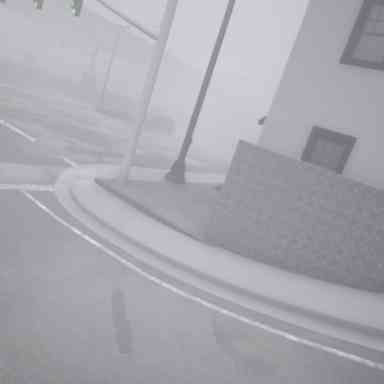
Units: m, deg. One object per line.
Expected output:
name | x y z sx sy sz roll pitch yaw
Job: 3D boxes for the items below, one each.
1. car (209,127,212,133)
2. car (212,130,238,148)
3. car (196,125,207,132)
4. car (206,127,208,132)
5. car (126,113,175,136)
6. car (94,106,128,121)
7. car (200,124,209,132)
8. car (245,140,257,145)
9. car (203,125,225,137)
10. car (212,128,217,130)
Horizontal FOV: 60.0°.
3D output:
car | 3.037 -15.223 79.883 2.038 1.542 4.974 18 13 -2
car | 5.468 -8.619 55.775 1.882 1.535 5.008 27 15 34
car | 0.302 -15.417 76.129 4.536 1.218 1.853 16 13 -12
car | 0.302 -15.258 76.175 4.974 1.542 2.038 16 13 -12
car | -4.163 -7.724 37.294 2.150 2.045 5.566 27 15 34
car | -8.479 -8.731 37.148 1.895 1.301 4.718 27 15 34
car | 3.088 -15.380 79.898 1.853 1.218 4.536 18 13 -2
car | 9.492 -7.505 55.557 2.150 2.045 5.566 27 15 34
car | 5.648 -15.478 84.631 4.974 1.542 2.038 12 14 -26
car | 5.652 -15.634 84.573 4.536 1.218 1.853 12 14 -26
